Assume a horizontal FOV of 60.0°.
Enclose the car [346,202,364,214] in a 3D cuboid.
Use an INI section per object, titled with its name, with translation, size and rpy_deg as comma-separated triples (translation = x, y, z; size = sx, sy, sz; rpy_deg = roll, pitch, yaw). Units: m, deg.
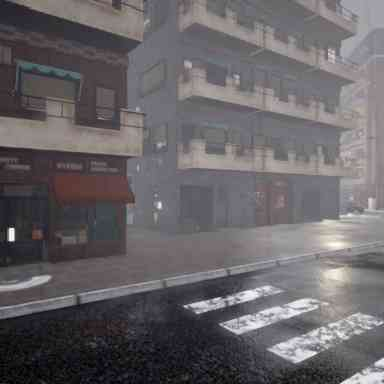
[car]
translation = 18.050, 1.789, 38.328
size = 1.895, 1.301, 4.718
rpy_deg = 0, 0, 5
